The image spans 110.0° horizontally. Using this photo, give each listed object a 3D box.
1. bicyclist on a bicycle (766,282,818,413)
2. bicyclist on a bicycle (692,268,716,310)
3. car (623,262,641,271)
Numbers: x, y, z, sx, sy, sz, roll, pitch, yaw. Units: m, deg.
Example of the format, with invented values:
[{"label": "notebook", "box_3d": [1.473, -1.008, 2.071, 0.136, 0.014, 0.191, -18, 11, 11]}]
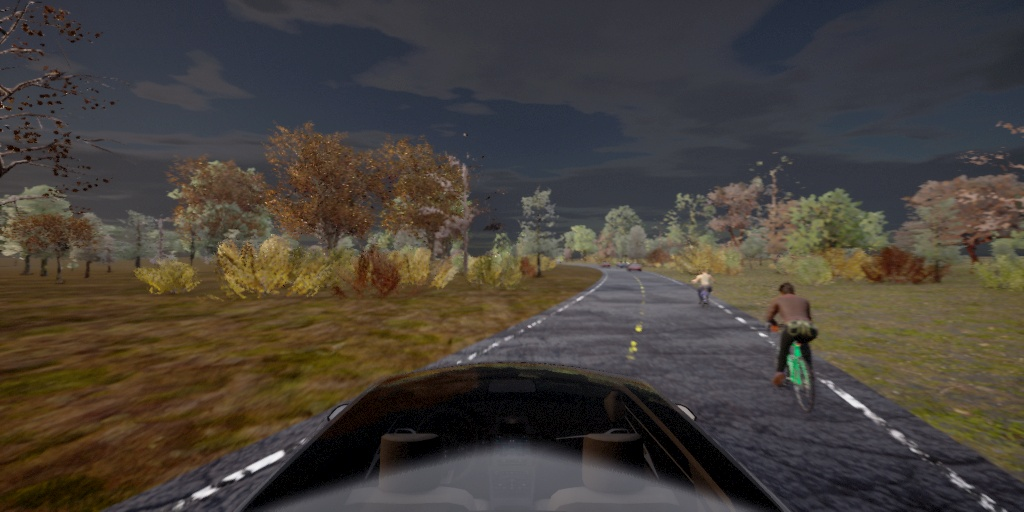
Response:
[{"label": "bicyclist on a bicycle", "box_3d": [3.962, 1.212, 5.092, 0.582, 1.620, 1.656, -1, -1, 23]}, {"label": "bicyclist on a bicycle", "box_3d": [7.637, 1.267, 14.232, 0.866, 1.612, 1.509, -1, -1, 21]}, {"label": "car", "box_3d": [19.502, 1.757, 57.530, 1.994, 1.385, 4.181, -1, -1, 11]}]
